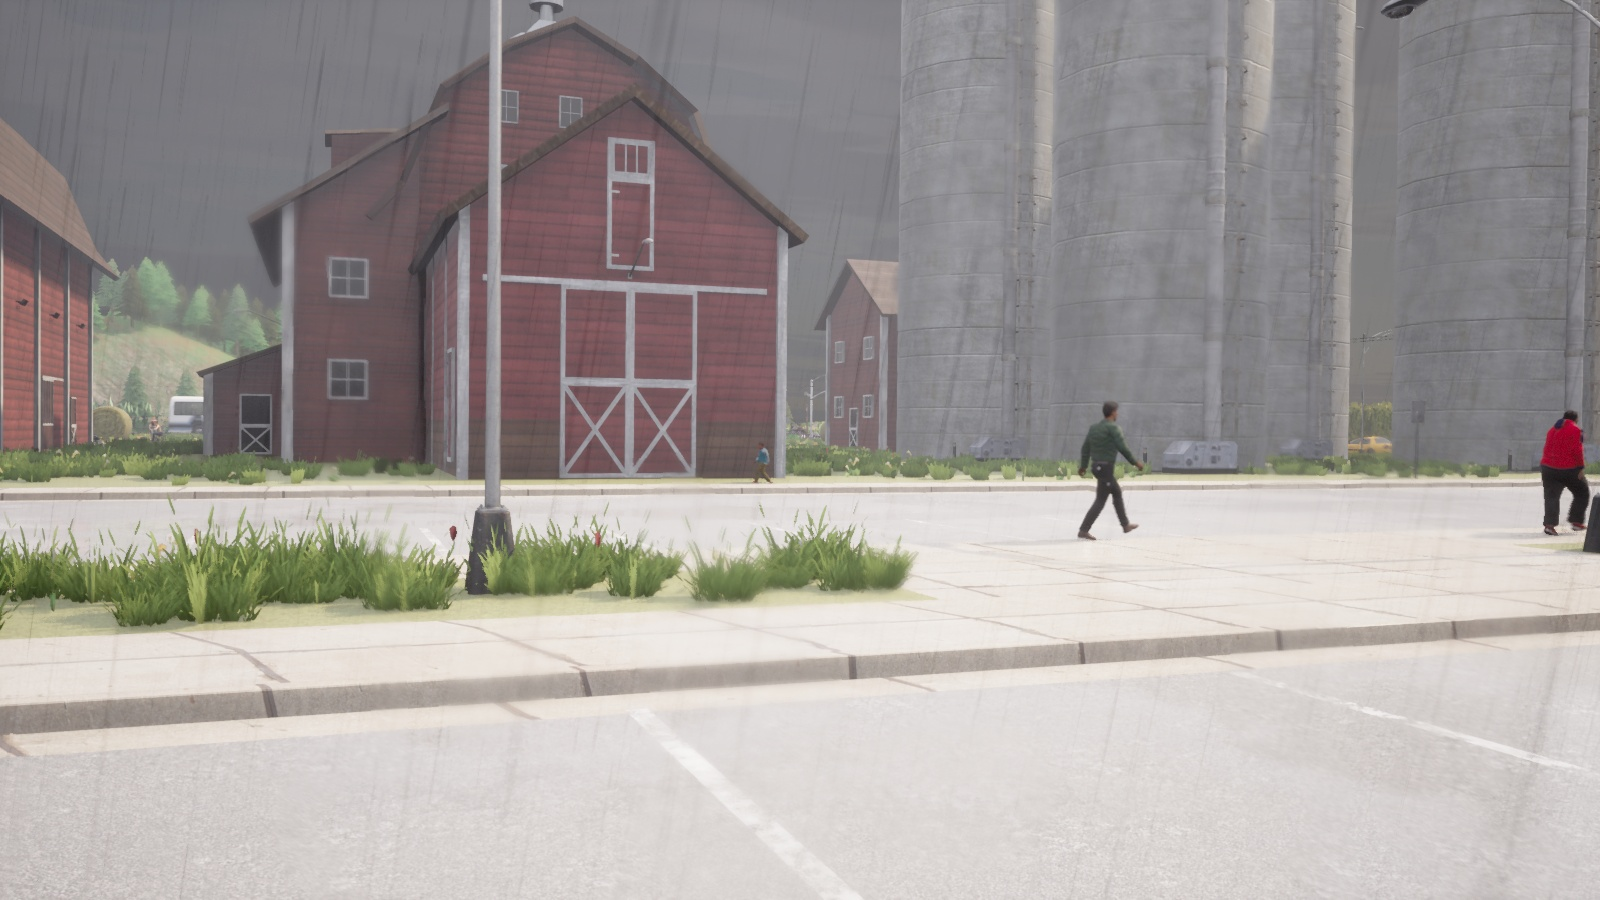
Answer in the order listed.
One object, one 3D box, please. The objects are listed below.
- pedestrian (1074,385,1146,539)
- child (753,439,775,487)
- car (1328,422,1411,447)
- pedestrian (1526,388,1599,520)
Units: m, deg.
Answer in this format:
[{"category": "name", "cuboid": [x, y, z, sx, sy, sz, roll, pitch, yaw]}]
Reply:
[{"category": "pedestrian", "cuboid": [3.994, 0.147, 16.200, 0.788, 1.949, 0.423, -1, 1, -22]}, {"category": "child", "cuboid": [-0.920, 0.325, 31.854, 0.448, 1.192, 0.343, -1, 1, -21]}, {"category": "car", "cuboid": [37.977, -1.038, 83.901, 1.801, 1.575, 5.366, -1, 1, -20]}, {"category": "pedestrian", "cuboid": [10.976, 0.043, 17.928, 0.899, 1.844, 0.634, -1, 1, -22]}]
